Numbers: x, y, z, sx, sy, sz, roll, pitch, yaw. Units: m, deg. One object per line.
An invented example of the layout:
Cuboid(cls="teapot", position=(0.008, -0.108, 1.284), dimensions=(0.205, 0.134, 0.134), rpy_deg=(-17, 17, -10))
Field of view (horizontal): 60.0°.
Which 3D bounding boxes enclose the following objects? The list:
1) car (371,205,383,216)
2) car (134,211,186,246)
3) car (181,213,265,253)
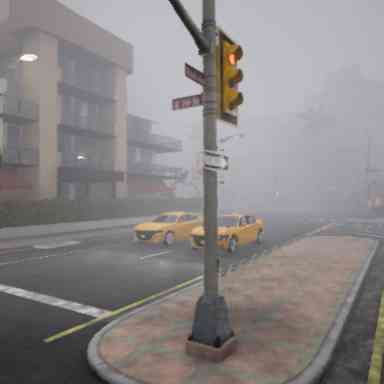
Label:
Cuboid(cls="car", position=(23.702, 2.172, 40.583), dimensions=(1.895, 1.301, 4.718), rpy_deg=(-1, -1, 6))
Cuboid(cls="car", position=(-0.952, 1.816, 17.593), dimensions=(1.882, 1.535, 5.008), rpy_deg=(-1, -1, 32))
Cuboid(cls="car", position=(1.770, 1.753, 15.346), dimensions=(1.882, 1.535, 5.008), rpy_deg=(-1, -1, 32))
